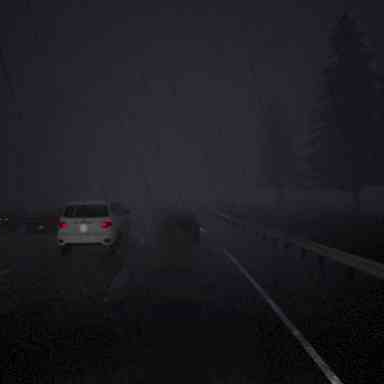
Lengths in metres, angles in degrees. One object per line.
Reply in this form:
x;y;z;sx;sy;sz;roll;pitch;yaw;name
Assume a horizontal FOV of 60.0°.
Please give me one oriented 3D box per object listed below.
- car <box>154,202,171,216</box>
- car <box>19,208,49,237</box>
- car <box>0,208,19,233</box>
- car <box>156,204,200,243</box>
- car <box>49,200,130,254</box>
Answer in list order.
-2.996;1.760;35.302;1.882;1.535;5.008;0;0;-9;car
-7.934;1.655;19.436;1.882;1.535;5.008;0;0;-5;car
-11.633;1.729;21.157;1.812;1.442;4.674;0;0;-6;car
-0.698;1.611;16.936;1.882;1.535;5.008;0;0;-5;car
-3.992;1.346;14.316;2.150;2.045;5.566;0;0;-4;car
